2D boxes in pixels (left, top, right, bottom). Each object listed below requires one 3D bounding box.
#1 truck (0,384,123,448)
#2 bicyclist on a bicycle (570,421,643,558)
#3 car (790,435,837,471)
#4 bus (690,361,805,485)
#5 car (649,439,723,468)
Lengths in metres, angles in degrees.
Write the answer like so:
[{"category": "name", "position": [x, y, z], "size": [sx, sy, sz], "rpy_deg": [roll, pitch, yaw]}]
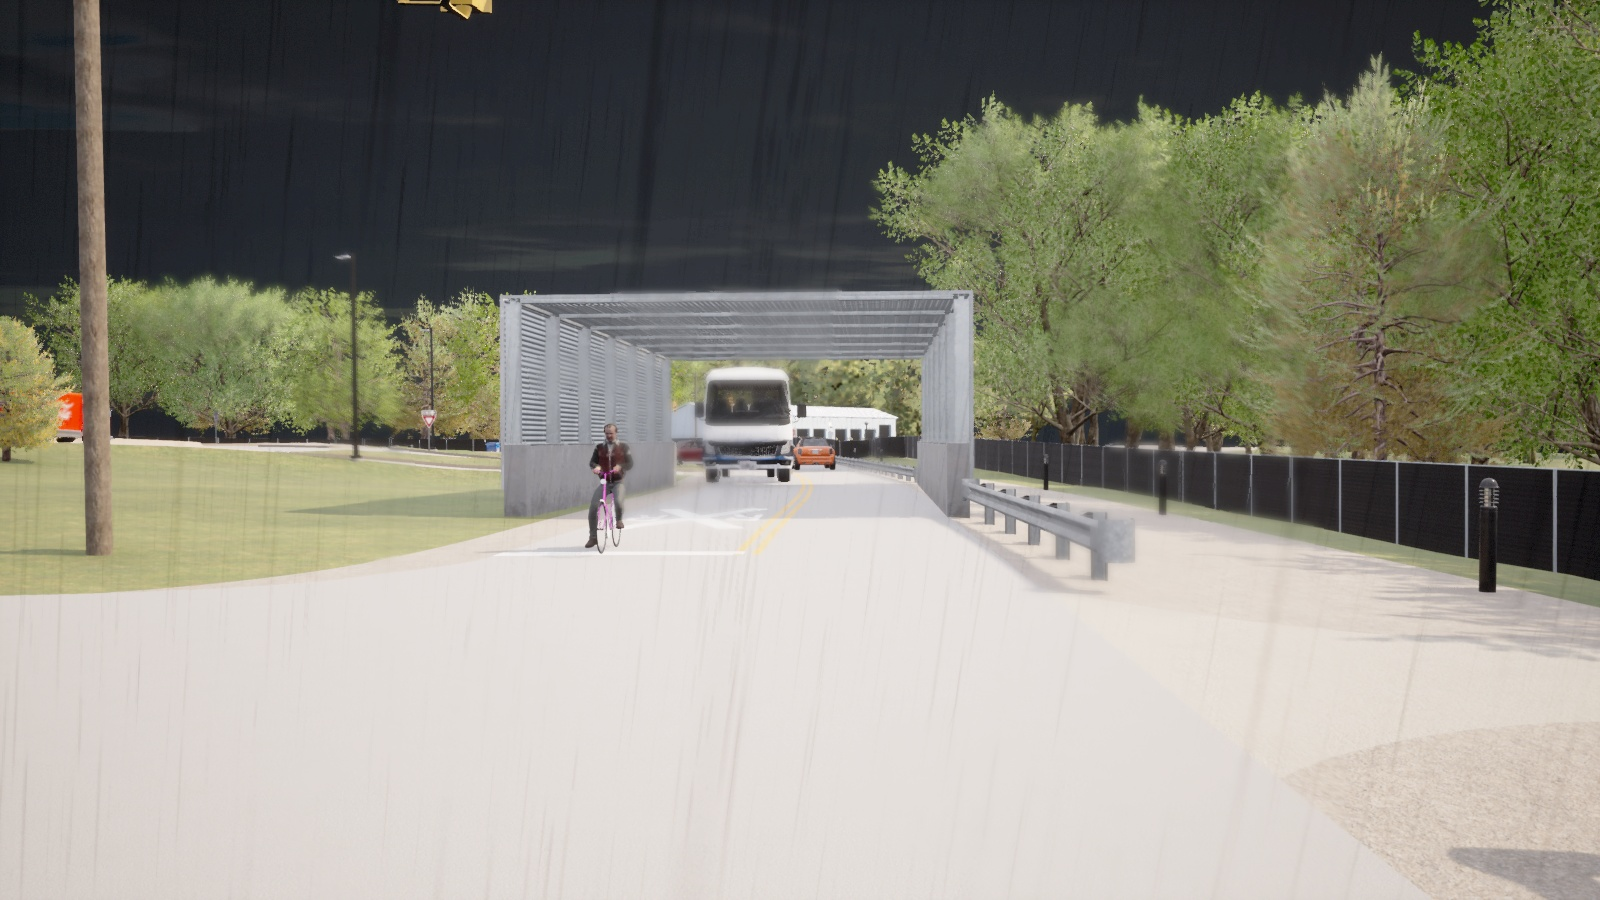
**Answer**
[{"category": "truck", "position": [-34.451, -1.534, 57.702], "size": [2.627, 2.467, 5.204], "rpy_deg": [3, -2, 22]}, {"category": "bicyclist on a bicycle", "position": [-2.633, 0.512, 17.259], "size": [0.659, 1.776, 1.843], "rpy_deg": [0, 0, 2]}, {"category": "car", "position": [0.642, 0.121, 65.269], "size": [2.097, 1.767, 4.553], "rpy_deg": [0, 1, -4]}, {"category": "bus", "position": [-1.994, -0.956, 48.406], "size": [3.944, 4.253, 10.273], "rpy_deg": [0, 0, -2]}, {"category": "car", "position": [-6.277, 0.198, 69.313], "size": [3.705, 1.549, 1.789], "rpy_deg": [0, 1, -37]}]
